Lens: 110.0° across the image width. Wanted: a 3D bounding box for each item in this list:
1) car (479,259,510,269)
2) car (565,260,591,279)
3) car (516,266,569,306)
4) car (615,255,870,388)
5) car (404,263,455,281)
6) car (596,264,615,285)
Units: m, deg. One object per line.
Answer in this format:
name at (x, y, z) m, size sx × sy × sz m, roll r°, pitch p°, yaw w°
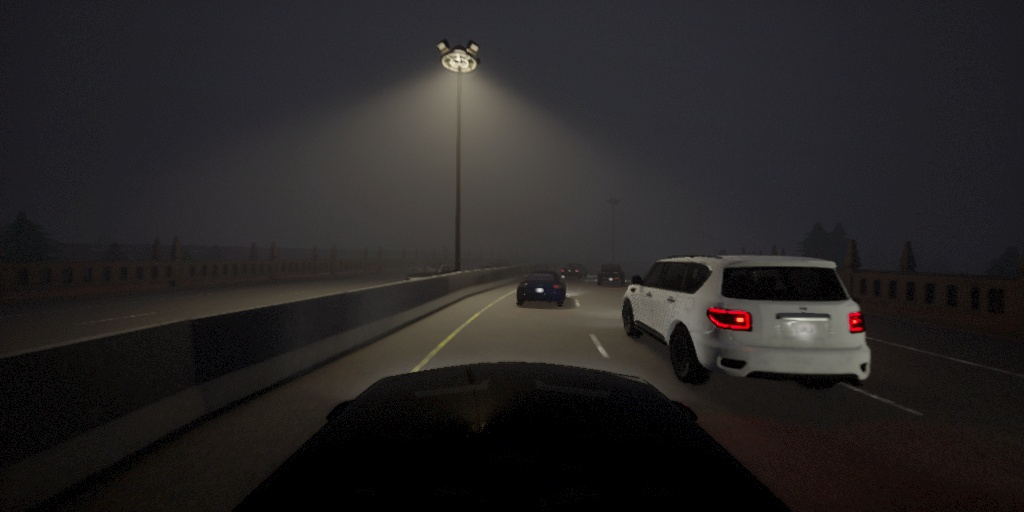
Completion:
car at (-2.120, 1.308, 42.164) m, size 1.895 × 1.301 × 4.718 m, roll 1°, pitch 0°, yaw 23°
car at (5.833, 1.335, 33.415) m, size 2.033 × 1.411 × 5.357 m, roll 1°, pitch 0°, yaw 20°
car at (1.397, 1.320, 16.105) m, size 1.994 × 1.385 × 4.181 m, roll 1°, pitch 0°, yaw 9°
car at (3.844, 1.005, 7.194) m, size 2.150 × 2.045 × 5.566 m, roll 0°, pitch 0°, yaw 4°
car at (-4.811, 1.184, 21.995) m, size 2.128 × 1.511 × 4.902 m, roll 0°, pitch 0°, yaw 12°
car at (7.285, 1.311, 26.419) m, size 1.837 × 1.490 × 4.892 m, roll 0°, pitch 0°, yaw 16°
